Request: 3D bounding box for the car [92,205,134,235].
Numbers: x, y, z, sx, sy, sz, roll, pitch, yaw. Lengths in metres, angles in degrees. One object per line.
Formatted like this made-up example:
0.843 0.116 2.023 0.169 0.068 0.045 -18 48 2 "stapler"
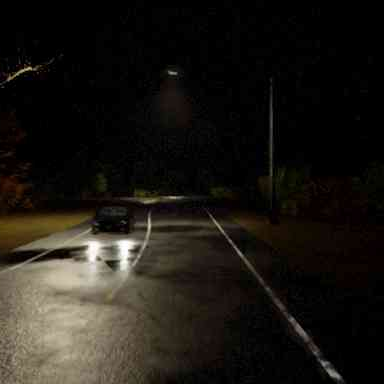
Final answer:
-4.352 1.471 18.877 1.882 1.535 5.008 0 0 -6 "car"
